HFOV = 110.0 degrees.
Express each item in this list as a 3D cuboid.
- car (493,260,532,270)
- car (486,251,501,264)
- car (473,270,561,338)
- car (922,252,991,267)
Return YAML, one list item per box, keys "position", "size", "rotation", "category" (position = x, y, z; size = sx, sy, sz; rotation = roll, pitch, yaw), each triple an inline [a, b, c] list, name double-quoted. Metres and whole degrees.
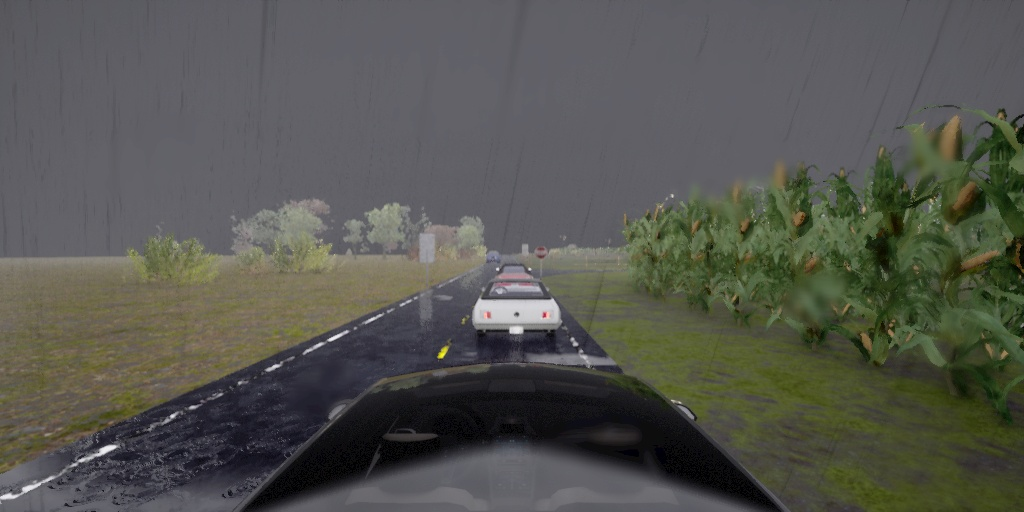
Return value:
- position: [0.093, 1.078, 18.552]
  size: [1.994, 1.385, 4.181]
  rotation: [0, 1, 0]
  category: "car"
- position: [-3.093, 0.185, 60.073]
  size: [2.150, 2.045, 5.566]
  rotation: [0, 1, 0]
  category: "car"
- position: [0.096, 1.237, 9.753]
  size: [1.895, 1.301, 4.718]
  rotation: [0, 1, 0]
  category: "car"
- position: [45.823, 0.322, 37.050]
  size: [4.892, 1.490, 1.837]
  rotation: [0, 0, 0]
  category: "car"
